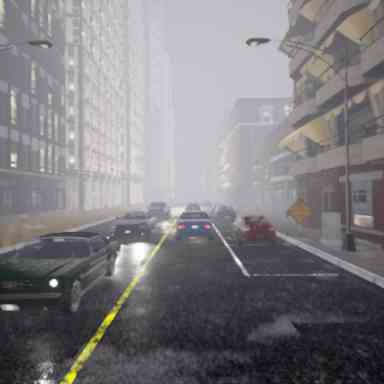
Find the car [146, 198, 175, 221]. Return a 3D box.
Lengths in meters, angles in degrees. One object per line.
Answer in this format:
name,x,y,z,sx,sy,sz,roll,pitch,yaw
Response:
car,-3.023,1.621,30.229,2.097,1.767,4.553,-1,0,0

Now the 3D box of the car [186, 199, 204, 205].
car,0.135,1.910,42.247,1.994,1.385,4.181,-1,0,1

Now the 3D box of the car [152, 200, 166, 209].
car,-5.562,2.086,56.774,2.008,1.369,4.403,0,-1,0

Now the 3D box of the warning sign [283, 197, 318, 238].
warning sign,5.088,1.175,15.710,1.300,1.860,1.060,-1,-1,0

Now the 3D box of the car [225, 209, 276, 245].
car,2.768,1.664,15.597,1.802,1.307,4.206,0,-1,0

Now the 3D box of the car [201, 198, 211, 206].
car,2.844,1.996,68.053,1.967,1.590,4.097,-1,-1,0

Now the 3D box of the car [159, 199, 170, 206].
car,-5.535,2.185,68.072,1.887,1.381,4.507,-1,-1,0

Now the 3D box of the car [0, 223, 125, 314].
car,-3.092,1.673,7.855,1.895,1.301,4.718,-1,0,0

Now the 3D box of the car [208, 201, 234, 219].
car,2.749,1.747,28.514,2.008,1.369,4.403,0,-1,0

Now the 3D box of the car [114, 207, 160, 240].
car,-3.060,1.724,17.846,1.994,1.385,4.181,-1,-1,0

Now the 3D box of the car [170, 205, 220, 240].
car,0.131,1.675,17.779,2.033,1.411,5.357,-1,-1,0

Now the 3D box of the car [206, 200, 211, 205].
car,2.763,1.797,34.162,2.008,1.369,4.403,0,-1,0

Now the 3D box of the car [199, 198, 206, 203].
car,2.900,2.297,90.815,1.752,1.417,4.829,-1,-1,0

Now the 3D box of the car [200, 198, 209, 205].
car,2.831,2.085,62.403,1.802,1.307,4.206,-1,-1,0
